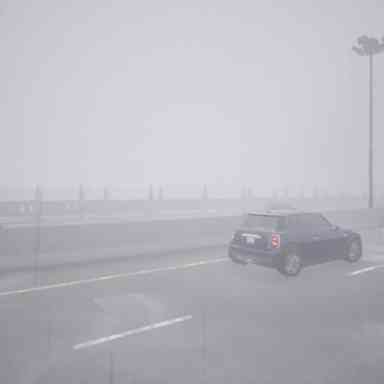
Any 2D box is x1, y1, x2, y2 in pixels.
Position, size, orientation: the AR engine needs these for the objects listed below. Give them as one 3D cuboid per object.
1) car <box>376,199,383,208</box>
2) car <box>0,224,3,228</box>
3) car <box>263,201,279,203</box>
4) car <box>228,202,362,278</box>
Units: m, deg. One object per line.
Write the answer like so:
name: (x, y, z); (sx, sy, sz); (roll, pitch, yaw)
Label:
car: (26.546, 1.515, 44.368); (4.892, 1.490, 1.837); (1, 0, -35)
car: (-8.607, 1.356, 10.750); (4.553, 1.767, 2.097); (0, 0, -35)
car: (5.985, 1.483, 25.467); (5.008, 1.535, 1.882); (0, 0, -35)
car: (3.356, 1.354, 10.451); (4.553, 1.767, 2.097); (0, 0, -36)
